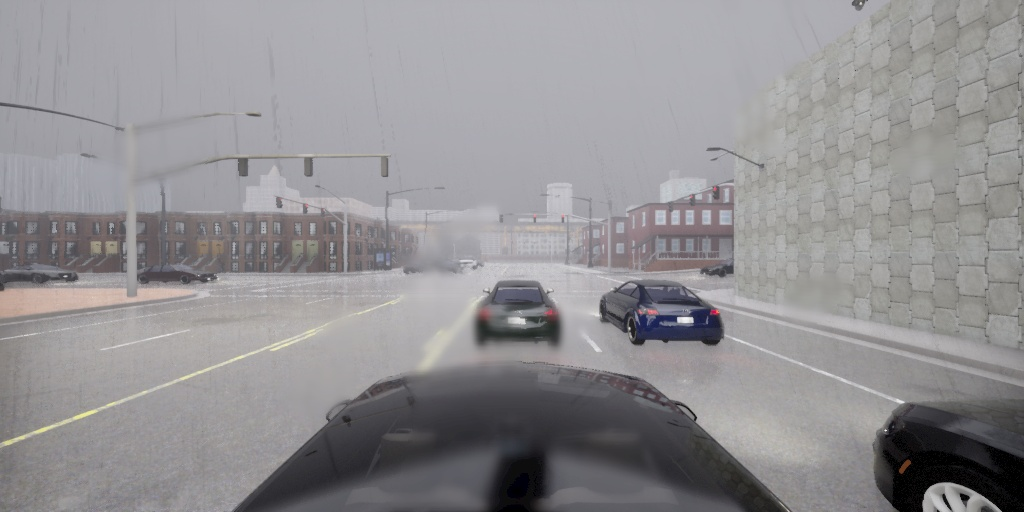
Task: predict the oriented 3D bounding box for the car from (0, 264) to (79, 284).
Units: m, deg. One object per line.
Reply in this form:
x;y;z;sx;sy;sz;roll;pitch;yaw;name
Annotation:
-34.853;1.314;26.410;4.181;1.385;1.994;0;0;1;car

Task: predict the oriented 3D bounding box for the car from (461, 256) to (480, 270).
-6.474;0.973;52.870;2.150;2.045;5.566;0;0;1;car

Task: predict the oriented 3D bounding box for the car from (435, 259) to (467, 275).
-6.640;1.297;39.467;2.033;1.411;5.357;0;0;1;car

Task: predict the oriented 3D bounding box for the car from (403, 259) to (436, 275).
-10.281;1.297;39.741;2.033;1.411;5.357;0;0;4;car

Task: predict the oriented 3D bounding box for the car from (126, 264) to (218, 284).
-24.888;1.297;26.319;5.357;1.411;2.033;0;0;0;car

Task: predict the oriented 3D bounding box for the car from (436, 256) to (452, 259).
-9.985;0.974;51.950;2.150;2.045;5.566;0;0;1;car

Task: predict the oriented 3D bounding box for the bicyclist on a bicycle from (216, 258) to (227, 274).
-30.389;1.053;37.354;0.582;1.620;1.656;0;0;1;bicyclist on a bicycle

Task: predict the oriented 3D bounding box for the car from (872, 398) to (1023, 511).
3.584;1.255;0.624;1.837;1.490;4.892;0;0;1;car

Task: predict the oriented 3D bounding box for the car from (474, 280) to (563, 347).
0.164;1.314;9.377;1.994;1.385;4.181;0;0;1;car

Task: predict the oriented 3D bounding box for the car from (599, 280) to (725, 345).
3.668;1.314;9.536;1.994;1.385;4.181;0;0;1;car

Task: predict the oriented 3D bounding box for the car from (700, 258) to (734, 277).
18.535;0.854;29.630;5.357;1.411;2.033;-5;0;1;car
